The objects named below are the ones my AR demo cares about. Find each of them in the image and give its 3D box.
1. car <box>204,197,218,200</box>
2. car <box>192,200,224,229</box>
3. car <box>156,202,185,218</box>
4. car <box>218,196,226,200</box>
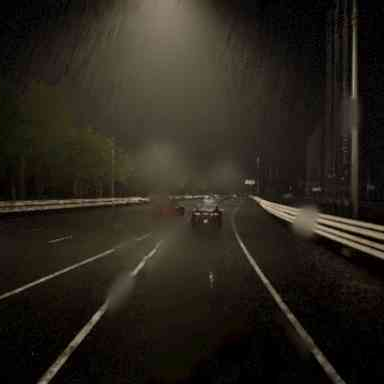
[{"bbox_3d":[3.090,1.687,59.970,1.812,1.442,4.674,1,0,9],"label":"car"},{"bbox_3d":[1.073,1.537,22.133,2.128,1.511,4.902,0,0,6],"label":"car"},{"bbox_3d":[-1.870,1.605,30.402,1.994,1.385,4.181,0,0,10],"label":"car"},{"bbox_3d":[6.128,1.780,78.299,2.033,1.411,5.357,1,0,9],"label":"car"}]
